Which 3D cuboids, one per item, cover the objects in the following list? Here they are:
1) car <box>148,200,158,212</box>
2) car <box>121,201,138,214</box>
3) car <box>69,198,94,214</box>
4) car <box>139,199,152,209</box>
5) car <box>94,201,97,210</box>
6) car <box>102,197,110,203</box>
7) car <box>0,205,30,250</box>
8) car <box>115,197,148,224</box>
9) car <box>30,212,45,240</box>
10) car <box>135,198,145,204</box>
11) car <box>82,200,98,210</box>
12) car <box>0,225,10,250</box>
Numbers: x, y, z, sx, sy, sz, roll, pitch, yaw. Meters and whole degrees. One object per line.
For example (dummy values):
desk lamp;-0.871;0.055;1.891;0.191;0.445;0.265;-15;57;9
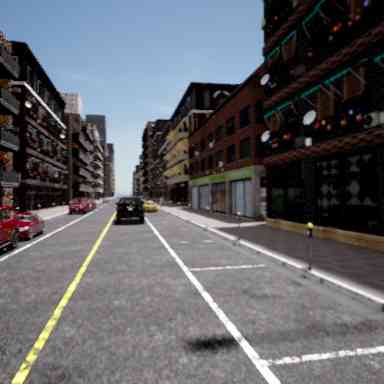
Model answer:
car;-5.278;1.767;41.807;1.752;1.417;4.829;0;0;-11
car;-7.609;1.864;40.171;1.895;1.301;4.718;-1;0;-11
car;-13.470;1.647;40.025;2.192;1.841;5.009;0;0;-11
car;-7.423;1.857;52.700;1.887;1.381;4.507;0;0;-11
car;-14.558;1.808;45.554;1.967;1.590;4.097;0;0;-11
car;-23.267;2.203;89.793;2.008;1.369;4.403;0;0;-11
car;-8.026;1.465;12.375;2.192;1.841;5.009;0;0;-11
car;-5.033;1.396;27.082;2.150;2.045;5.566;-1;-1;-11
car;-9.113;1.769;17.904;1.802;1.307;4.206;0;0;-11
car;-11.778;2.006;74.819;2.008;1.369;4.403;0;0;-11
car;-15.646;1.948;51.085;1.887;1.381;4.507;0;0;-11
car;-3.315;1.402;2.425;2.097;1.767;4.553;-1;0;-11
